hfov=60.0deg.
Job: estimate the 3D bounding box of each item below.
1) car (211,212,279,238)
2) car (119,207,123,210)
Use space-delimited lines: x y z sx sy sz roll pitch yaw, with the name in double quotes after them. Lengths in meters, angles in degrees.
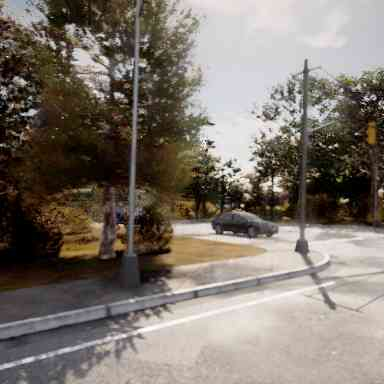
3.309 2.067 21.443 1.837 1.490 4.892 3 -3 -39 "car"
-5.687 2.455 32.562 2.150 2.045 5.566 3 -4 -41 "car"
